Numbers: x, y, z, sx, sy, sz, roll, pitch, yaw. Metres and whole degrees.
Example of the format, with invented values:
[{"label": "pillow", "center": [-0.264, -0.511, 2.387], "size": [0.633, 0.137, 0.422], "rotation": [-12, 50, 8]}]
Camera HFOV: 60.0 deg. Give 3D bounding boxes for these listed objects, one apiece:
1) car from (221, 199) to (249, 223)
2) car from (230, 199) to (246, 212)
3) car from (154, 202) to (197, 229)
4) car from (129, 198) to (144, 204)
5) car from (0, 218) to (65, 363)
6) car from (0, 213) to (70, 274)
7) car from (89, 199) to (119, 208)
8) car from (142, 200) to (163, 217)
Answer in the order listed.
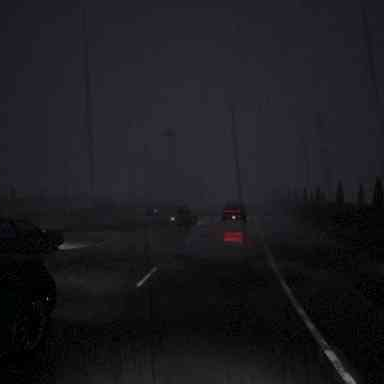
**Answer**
[{"label": "car", "center": [3.369, 1.562, 26.230], "size": [1.837, 1.490, 4.892], "rotation": [0, 0, 9]}, {"label": "car", "center": [5.859, 1.649, 42.000], "size": [1.812, 1.442, 4.674], "rotation": [0, 0, 9]}, {"label": "car", "center": [-0.847, 1.596, 21.909], "size": [1.994, 1.385, 4.181], "rotation": [0, 0, 9]}, {"label": "car", "center": [-9.442, 1.755, 57.895], "size": [1.895, 1.301, 4.718], "rotation": [0, 0, 9]}, {"label": "car", "center": [-3.247, 1.212, 2.769], "size": [2.150, 2.045, 5.566], "rotation": [0, 0, 2]}, {"label": "car", "center": [-6.113, 1.538, 10.460], "size": [2.033, 1.411, 5.357], "rotation": [0, 0, 7]}, {"label": "car", "center": [-9.458, 1.557, 35.927], "size": [1.837, 1.490, 4.892], "rotation": [0, -1, 9]}, {"label": "car", "center": [-2.909, 1.619, 31.366], "size": [1.994, 1.385, 4.181], "rotation": [0, 0, 9]}]
